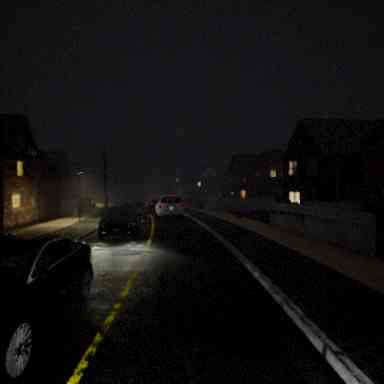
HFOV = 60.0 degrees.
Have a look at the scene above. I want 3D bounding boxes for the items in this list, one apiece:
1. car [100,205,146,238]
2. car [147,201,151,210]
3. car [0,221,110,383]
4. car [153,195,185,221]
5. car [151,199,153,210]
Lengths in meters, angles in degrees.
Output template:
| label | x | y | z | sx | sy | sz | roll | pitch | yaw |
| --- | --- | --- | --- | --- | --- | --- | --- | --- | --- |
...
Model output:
| label | x | y | z | sx | sy | sz | roll | pitch | yaw |
| --- | --- | --- | --- | --- | --- | --- | --- | --- | --- |
| car | -3.703 | 1.498 | 17.800 | 1.882 | 1.535 | 5.008 | 0 | 0 | -5 |
| car | -4.014 | 1.196 | 22.583 | 1.994 | 1.385 | 4.181 | 0 | 0 | -6 |
| car | -3.016 | 1.500 | 5.467 | 2.128 | 1.511 | 4.902 | 0 | 0 | -2 |
| car | -1.878 | 1.251 | 27.633 | 2.150 | 2.045 | 5.566 | 0 | 0 | -7 |
| car | -4.855 | 1.642 | 44.334 | 1.994 | 1.385 | 4.181 | 0 | 0 | -12 |
